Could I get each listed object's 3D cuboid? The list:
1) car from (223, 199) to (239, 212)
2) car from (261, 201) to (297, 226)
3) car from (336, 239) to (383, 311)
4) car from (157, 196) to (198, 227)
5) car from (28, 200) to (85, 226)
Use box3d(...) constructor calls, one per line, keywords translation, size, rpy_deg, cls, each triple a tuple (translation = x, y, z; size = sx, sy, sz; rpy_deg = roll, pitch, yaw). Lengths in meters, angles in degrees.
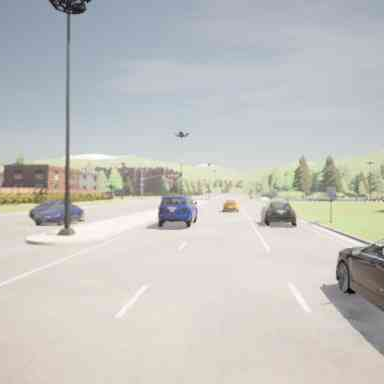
box3d(translation=(4.821, 1.600, 41.363), size=(1.882, 1.535, 5.008), rpy_deg=(0, 0, 7), cls="car")
box3d(translation=(6.290, 1.444, 24.576), size=(2.097, 1.767, 4.553), rpy_deg=(0, 0, 7), cls="car")
box3d(translation=(4.163, 1.529, 5.913), size=(2.128, 1.511, 4.902), rpy_deg=(0, 0, 5), cls="car")
box3d(translation=(-0.911, 1.270, 23.396), size=(2.150, 2.045, 5.566), rpy_deg=(0, 0, 7), cls="car")
box3d(translation=(-9.164, 1.527, 23.502), size=(1.812, 1.442, 4.674), rpy_deg=(0, 0, 7), cls="car")
